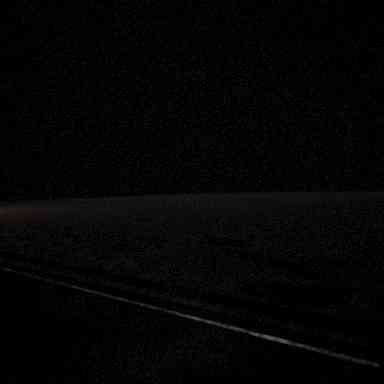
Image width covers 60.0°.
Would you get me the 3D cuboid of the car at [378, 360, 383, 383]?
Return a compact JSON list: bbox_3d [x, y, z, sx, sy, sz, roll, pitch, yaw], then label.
[{"bbox_3d":[3.859,1.198,1.243,5.566,2.045,2.150,-1,-1,35],"label":"car"}]
